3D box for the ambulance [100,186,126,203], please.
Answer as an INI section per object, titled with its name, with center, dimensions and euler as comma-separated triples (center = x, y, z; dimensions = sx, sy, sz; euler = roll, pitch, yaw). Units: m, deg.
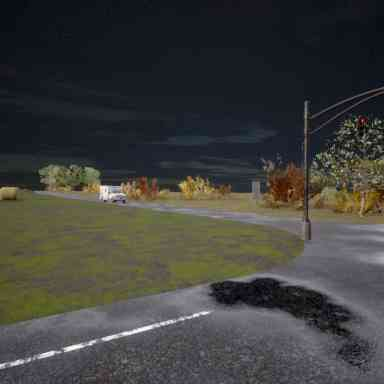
[ambulance]
center = -11.912, 0.341, 50.044
dimensions = 2.351, 2.431, 6.366
euler = 2, 0, -32
